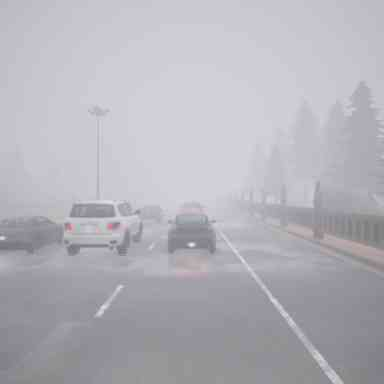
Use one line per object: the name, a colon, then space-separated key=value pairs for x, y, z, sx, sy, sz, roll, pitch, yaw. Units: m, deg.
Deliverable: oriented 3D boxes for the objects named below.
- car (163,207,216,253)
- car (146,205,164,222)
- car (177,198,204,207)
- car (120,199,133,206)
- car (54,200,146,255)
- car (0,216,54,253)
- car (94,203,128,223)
car: x=-0.005 y=1.640 z=14.309 sx=1.837 sy=1.490 sz=4.892 roll=0 pitch=0 yaw=0
car: x=-3.516 y=1.813 z=28.981 sx=2.033 sy=1.411 sz=5.357 roll=0 pitch=0 yaw=0
car: x=-0.015 y=1.617 z=29.078 sx=2.097 sy=1.767 sz=4.553 roll=0 pitch=-1 yaw=0
car: x=-14.041 y=2.209 z=71.994 sx=1.994 sy=1.385 sz=4.181 roll=0 pitch=-1 yaw=0
car: x=-3.507 y=1.346 z=14.018 sx=2.150 sy=2.045 sz=5.566 roll=0 pitch=0 yaw=0
car: x=-7.001 y=1.696 z=14.294 sx=1.994 sy=1.385 sz=4.181 roll=0 pitch=0 yaw=0
car: x=-7.014 y=1.776 z=29.298 sx=1.837 sy=1.490 sz=4.892 roll=0 pitch=0 yaw=0
